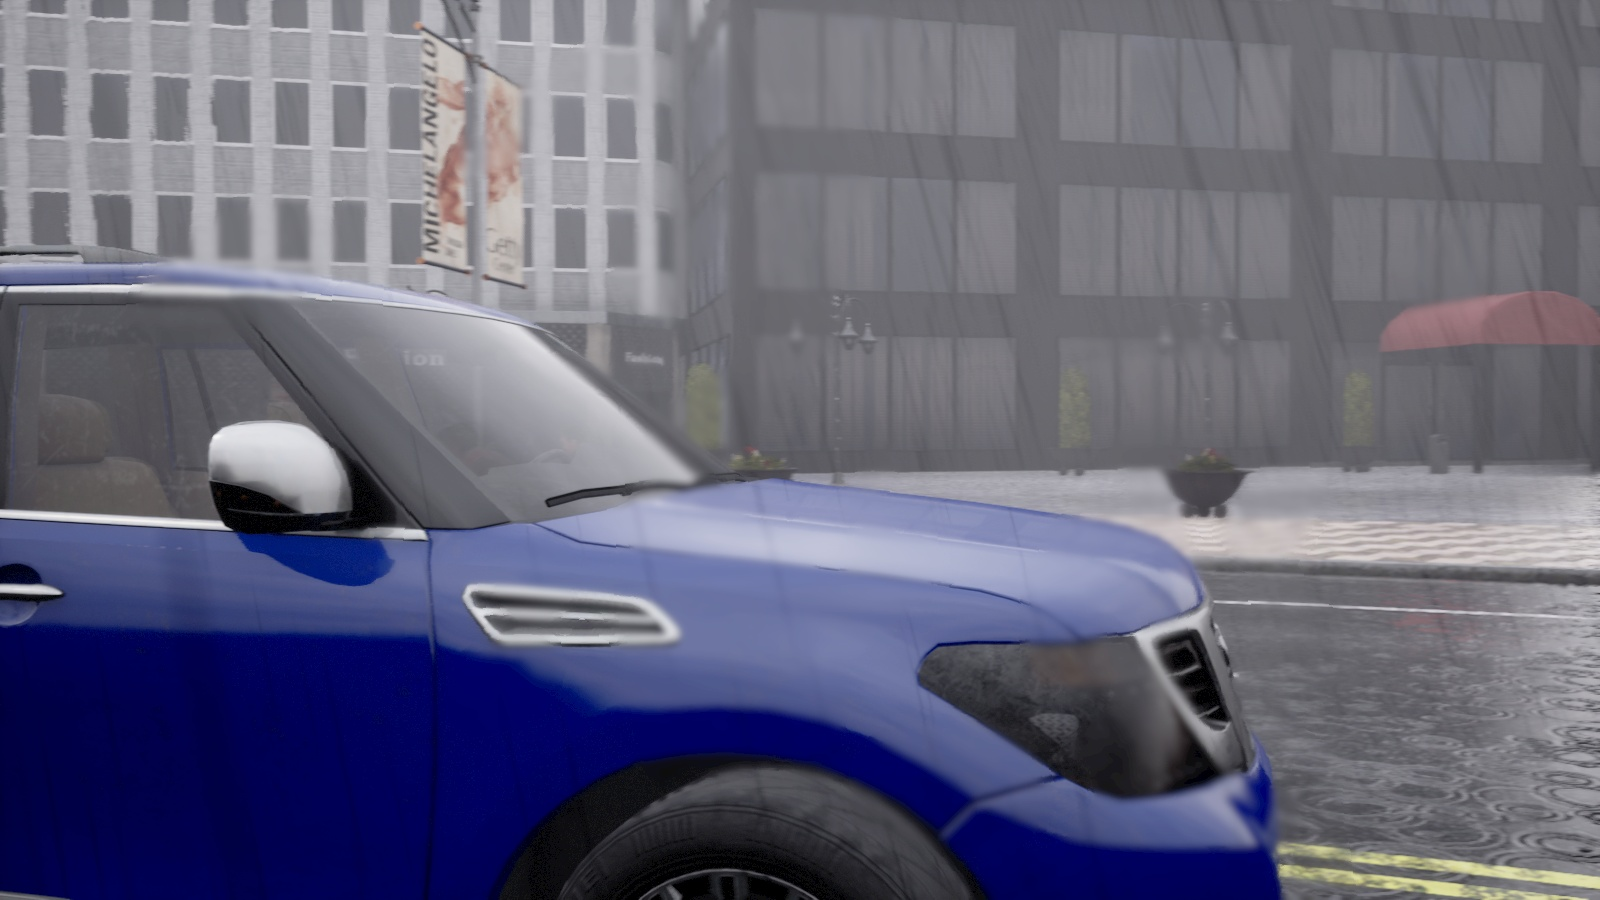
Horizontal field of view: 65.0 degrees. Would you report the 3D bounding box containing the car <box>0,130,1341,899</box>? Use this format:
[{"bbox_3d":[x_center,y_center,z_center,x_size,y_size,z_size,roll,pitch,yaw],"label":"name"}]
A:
[{"bbox_3d":[-1.585,0.475,3.730,5.566,2.045,2.150,0,1,14],"label":"car"}]
